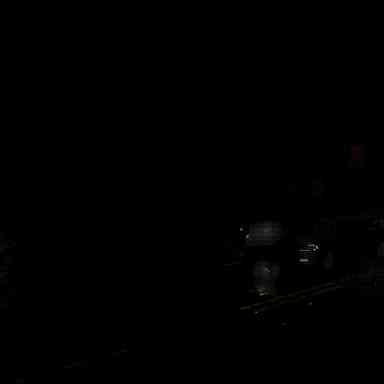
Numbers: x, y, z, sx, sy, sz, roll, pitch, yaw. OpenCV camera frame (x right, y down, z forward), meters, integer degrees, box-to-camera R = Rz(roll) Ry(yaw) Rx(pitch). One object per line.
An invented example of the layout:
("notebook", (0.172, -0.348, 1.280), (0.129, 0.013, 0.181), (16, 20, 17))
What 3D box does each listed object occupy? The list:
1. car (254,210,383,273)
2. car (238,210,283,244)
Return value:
("car", (4.567, 1.476, 10.932), (5.008, 1.535, 1.882), (0, 0, -35))
("car", (4.133, 1.521, 14.611), (4.674, 1.442, 1.812), (0, 0, -35))
